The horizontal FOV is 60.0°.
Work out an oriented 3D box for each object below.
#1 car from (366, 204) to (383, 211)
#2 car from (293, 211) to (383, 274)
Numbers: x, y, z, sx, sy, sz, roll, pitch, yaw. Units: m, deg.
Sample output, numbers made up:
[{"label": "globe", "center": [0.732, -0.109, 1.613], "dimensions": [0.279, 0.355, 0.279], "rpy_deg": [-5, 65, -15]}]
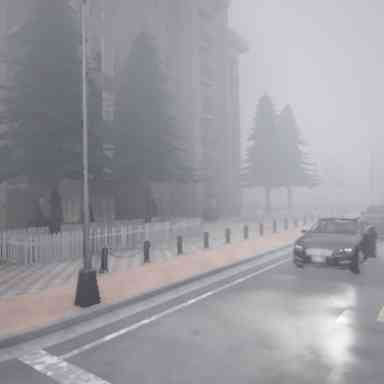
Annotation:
[{"label": "car", "center": [10.916, 1.465, 19.047], "dimensions": [2.097, 1.767, 4.553], "rpy_deg": [-2, -1, 36]}, {"label": "car", "center": [4.949, 1.597, 11.141], "dimensions": [2.128, 1.511, 4.902], "rpy_deg": [-2, -1, 37]}]
